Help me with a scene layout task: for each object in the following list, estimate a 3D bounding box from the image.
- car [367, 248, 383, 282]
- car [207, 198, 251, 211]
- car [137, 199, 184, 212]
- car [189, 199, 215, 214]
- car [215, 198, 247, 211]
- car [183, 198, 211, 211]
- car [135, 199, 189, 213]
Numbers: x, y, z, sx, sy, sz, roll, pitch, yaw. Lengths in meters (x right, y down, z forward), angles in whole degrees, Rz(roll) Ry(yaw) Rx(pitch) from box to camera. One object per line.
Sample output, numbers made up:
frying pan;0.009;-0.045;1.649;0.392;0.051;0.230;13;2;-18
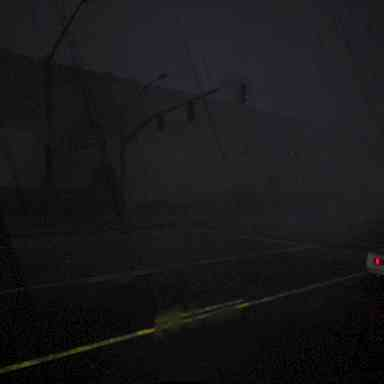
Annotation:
car;6.482;1.627;8.381;4.718;1.301;1.895;0;0;-35
car;4.515;1.523;40.544;4.974;1.542;2.038;0;0;-7
car;-3.191;1.340;34.106;4.536;1.218;1.853;0;0;8
car;0.605;1.509;36.784;2.038;1.542;4.974;0;0;18
car;4.464;1.366;40.537;4.536;1.218;1.853;0;0;-7
car;0.621;1.352;36.834;1.853;1.218;4.536;0;0;18
car;-3.140;1.497;34.099;4.974;1.542;2.038;0;0;8
